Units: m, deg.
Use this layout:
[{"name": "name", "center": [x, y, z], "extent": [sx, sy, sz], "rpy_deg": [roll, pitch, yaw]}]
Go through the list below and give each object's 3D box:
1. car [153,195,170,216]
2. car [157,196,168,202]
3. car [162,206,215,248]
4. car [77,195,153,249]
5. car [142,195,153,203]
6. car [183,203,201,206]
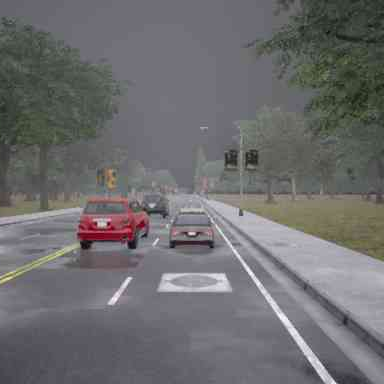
[{"name": "car", "center": [-3.250, 1.265, 29.680], "extent": [2.150, 2.045, 5.566], "rpy_deg": [0, 0, 0]}, {"name": "car", "center": [-6.500, 1.534, 73.692], "extent": [1.812, 1.442, 4.674], "rpy_deg": [0, 0, 0]}, {"name": "car", "center": [0.000, 1.564, 14.650], "extent": [2.033, 1.411, 5.357], "rpy_deg": [0, 0, 0]}, {"name": "car", "center": [-3.250, 1.258, 14.680], "extent": [2.150, 2.045, 5.566], "rpy_deg": [0, 0, 0]}, {"name": "car", "center": [-9.750, 1.510, 73.693], "extent": [1.837, 1.490, 4.892], "rpy_deg": [0, 0, 0]}, {"name": "car", "center": [0.000, 1.623, 29.680], "extent": [1.895, 1.301, 4.718], "rpy_deg": [0, 0, 0]}]
